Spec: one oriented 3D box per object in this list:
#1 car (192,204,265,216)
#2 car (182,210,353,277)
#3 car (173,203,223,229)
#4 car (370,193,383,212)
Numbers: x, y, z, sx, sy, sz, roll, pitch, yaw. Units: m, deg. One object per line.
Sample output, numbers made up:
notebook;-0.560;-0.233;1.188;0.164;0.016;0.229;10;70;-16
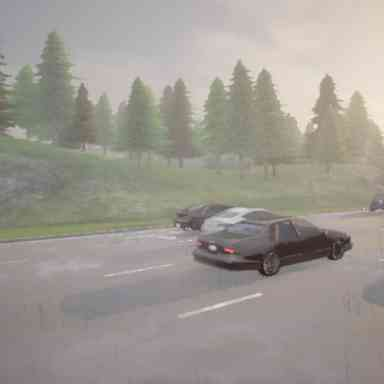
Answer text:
car;2.525;1.365;14.148;4.674;1.442;1.812;-1;1;-36
car;2.565;1.425;9.877;5.357;1.411;2.033;-1;1;-35
car;1.306;1.330;17.658;4.892;1.490;1.837;-2;1;-35
car;17.652;0.857;29.273;4.553;1.767;2.097;-1;1;-35
